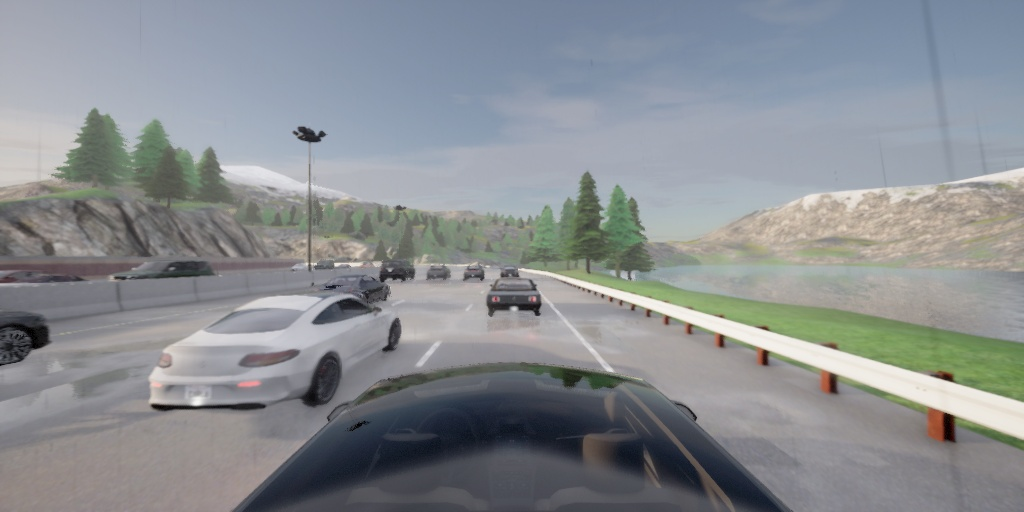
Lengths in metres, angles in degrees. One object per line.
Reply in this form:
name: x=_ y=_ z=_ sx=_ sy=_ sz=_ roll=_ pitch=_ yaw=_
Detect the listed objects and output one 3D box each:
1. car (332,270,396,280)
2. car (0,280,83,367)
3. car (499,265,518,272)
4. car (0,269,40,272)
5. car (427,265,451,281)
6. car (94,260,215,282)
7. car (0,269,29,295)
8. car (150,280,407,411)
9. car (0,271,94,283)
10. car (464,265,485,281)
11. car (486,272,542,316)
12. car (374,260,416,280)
car: x=-6.934 y=1.492 z=15.900 sx=1.994 sy=1.385 sz=4.181 roll=0 pitch=-1 yaw=0
car: x=-10.419 y=1.316 z=5.324 sx=2.128 sy=1.511 sz=4.902 roll=0 pitch=0 yaw=0
car: x=-0.302 y=1.665 z=37.247 sx=1.812 sy=1.442 sz=4.674 roll=0 pitch=0 yaw=-3
car: x=-28.156 y=1.520 z=20.131 sx=1.882 sy=1.535 sz=5.008 roll=0 pitch=-1 yaw=0
car: x=-7.220 y=1.636 z=35.647 sx=2.128 sy=1.511 sz=4.902 roll=0 pitch=-1 yaw=-3
car: x=-21.162 y=1.263 z=21.975 sx=2.150 sy=2.045 sz=5.566 roll=0 pitch=-1 yaw=0
car: x=-31.658 y=1.561 z=20.368 sx=1.837 sy=1.490 sz=4.892 roll=0 pitch=-1 yaw=0
car: x=-3.416 y=1.335 z=6.210 sx=1.812 sy=1.442 sz=4.674 roll=0 pitch=0 yaw=0
car: x=-24.644 y=1.616 z=18.765 sx=1.895 sy=1.301 sz=4.718 roll=0 pitch=-1 yaw=0
car: x=-3.719 y=1.625 z=35.638 sx=2.128 sy=1.511 sz=4.902 roll=0 pitch=-1 yaw=-3
car: x=0.072 y=1.486 z=14.086 sx=1.895 sy=1.301 sz=4.718 roll=0 pitch=-1 yaw=0
car: x=-10.610 y=1.355 z=33.566 sx=2.150 sy=2.045 sz=5.566 roll=0 pitch=0 yaw=-2
